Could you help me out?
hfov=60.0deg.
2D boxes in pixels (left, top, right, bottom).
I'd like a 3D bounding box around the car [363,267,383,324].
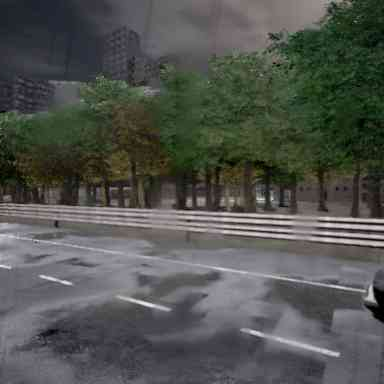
[{"bbox_3d":[5.047,1.602,4.569,4.718,1.301,1.895,0,0,35],"label":"car"}]
